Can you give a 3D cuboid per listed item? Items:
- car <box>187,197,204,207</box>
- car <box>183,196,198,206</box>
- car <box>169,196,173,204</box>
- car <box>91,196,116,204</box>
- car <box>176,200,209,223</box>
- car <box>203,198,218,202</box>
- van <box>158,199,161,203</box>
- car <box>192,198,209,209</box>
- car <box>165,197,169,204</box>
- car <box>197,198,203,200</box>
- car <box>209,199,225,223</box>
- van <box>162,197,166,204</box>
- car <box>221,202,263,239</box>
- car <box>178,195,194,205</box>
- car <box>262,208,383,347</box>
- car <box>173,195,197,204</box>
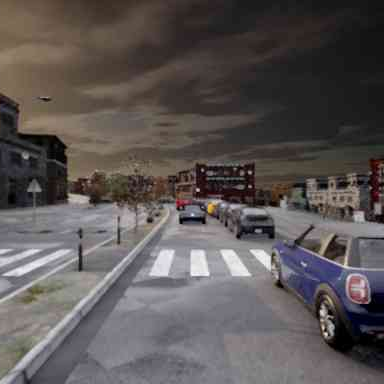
[{"bbox_3d":[0.526,1.712,56.124,2.231,1.521,4.892,0,0,-7],"label":"car"},{"bbox_3d":[-0.316,1.644,61.698,2.185,1.767,4.553,0,-1,-9],"label":"car"},{"bbox_3d":[-3.477,2.112,78.042,2.002,1.452,4.674,0,-1,-12],"label":"car"},{"bbox_3d":[-22.087,2.109,84.748,5.566,2.045,2.435,0,-2,-15],"label":"car"},{"bbox_3d":[-0.016,1.591,25.442,1.994,1.385,4.181,0,0,-2],"label":"car"},{"bbox_3d":[2.642,1.563,34.038,2.097,1.535,5.008,0,0,-2],"label":"car"},{"bbox_3d":[-7.616,2.353,94.274,1.878,1.987,4.442,0,-2,-15],"label":"van"},{"bbox_3d":[1.214,1.714,50.746,2.002,1.452,4.674,0,0,-6],"label":"car"},{"bbox_3d":[-4.748,2.258,83.435,2.002,1.452,4.674,0,-2,-14],"label":"car"},{"bbox_3d":[1.797,1.667,45.258,2.163,1.488,4.792,0,0,-5],"label":"car"},{"bbox_3d":[2.874,1.567,28.495,2.002,1.452,4.674,0,0,-1],"label":"car"},{"bbox_3d":[-6.131,2.163,88.941,1.878,1.987,4.442,0,-2,-14],"label":"van"},{"bbox_3d":[2.996,1.482,17.428,2.231,1.521,4.892,0,0,0],"label":"car"},{"bbox_3d":[-1.254,1.597,67.230,2.435,2.045,5.566,0,-1,-10],"label":"car"},{"bbox_3d":[2.997,1.354,6.487,2.185,1.767,4.553,0,0,0],"label":"car"},{"bbox_3d":[-0.967,1.363,42.965,2.150,2.045,5.566,0,0,-5],"label":"car"}]
